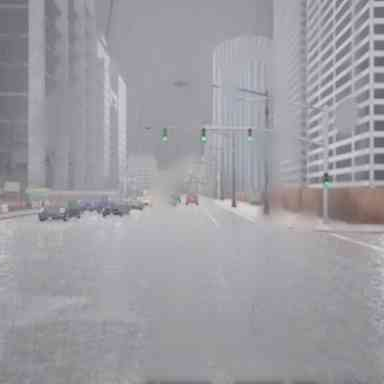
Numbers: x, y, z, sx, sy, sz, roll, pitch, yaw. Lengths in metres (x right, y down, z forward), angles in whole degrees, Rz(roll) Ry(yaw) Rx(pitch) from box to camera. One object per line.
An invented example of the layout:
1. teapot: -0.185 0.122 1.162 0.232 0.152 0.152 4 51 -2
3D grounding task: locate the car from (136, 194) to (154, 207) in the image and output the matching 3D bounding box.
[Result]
1. car: -7.005 1.538 51.918 1.882 1.535 5.008 0 0 0

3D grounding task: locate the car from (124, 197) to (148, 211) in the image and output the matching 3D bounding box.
1. car: -7.081 1.612 41.468 1.994 1.385 4.181 0 0 0

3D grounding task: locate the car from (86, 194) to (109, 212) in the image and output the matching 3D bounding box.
1. car: -10.569 1.264 36.621 2.150 2.045 5.566 0 0 0

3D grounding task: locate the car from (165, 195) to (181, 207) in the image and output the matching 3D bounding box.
1. car: -3.375 1.609 53.850 2.033 1.411 5.357 0 0 0

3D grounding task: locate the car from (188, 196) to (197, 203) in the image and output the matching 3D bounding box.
1. car: 0.020 1.487 68.760 1.812 1.442 4.674 0 0 0

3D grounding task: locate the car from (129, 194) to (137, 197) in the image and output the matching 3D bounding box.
1. car: -10.483 1.418 57.103 2.097 1.767 4.553 0 0 0

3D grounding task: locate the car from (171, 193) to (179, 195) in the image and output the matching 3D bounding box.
1. car: -3.480 1.305 69.162 2.150 2.045 5.566 0 0 0

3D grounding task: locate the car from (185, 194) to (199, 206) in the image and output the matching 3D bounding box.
1. car: 0.017 1.289 58.088 2.150 2.045 5.566 0 0 0

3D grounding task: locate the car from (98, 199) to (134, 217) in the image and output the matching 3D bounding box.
1. car: -7.090 1.638 31.465 1.895 1.301 4.718 0 0 0

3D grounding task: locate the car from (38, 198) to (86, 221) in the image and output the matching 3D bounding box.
1. car: -10.592 1.384 27.037 2.097 1.767 4.553 0 0 0

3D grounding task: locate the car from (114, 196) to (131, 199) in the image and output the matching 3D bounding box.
1. car: -10.544 1.602 46.873 2.033 1.411 5.357 0 0 0
